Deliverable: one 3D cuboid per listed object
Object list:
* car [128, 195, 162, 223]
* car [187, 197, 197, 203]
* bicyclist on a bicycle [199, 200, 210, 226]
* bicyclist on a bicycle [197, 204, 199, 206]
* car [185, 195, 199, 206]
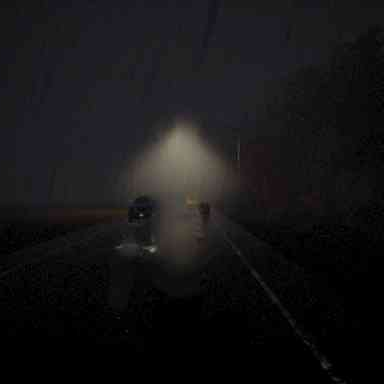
[{"bbox_3d":[-3.591,1.292,26.359,2.150,2.045,5.566,0,0,0],"label":"car"},{"bbox_3d":[0.020,1.752,73.907,1.994,1.385,4.181,0,0,0],"label":"car"},{"bbox_3d":[0.969,1.513,22.100,0.582,1.620,1.656,0,0,0],"label":"bicyclist on a bicycle"},{"bbox_3d":[0.937,1.523,32.029,0.866,1.612,1.509,0,0,0],"label":"bicyclist on a bicycle"},{"bbox_3d":[0.113,1.631,56.978,1.882,1.535,5.008,0,0,0],"label":"car"}]
